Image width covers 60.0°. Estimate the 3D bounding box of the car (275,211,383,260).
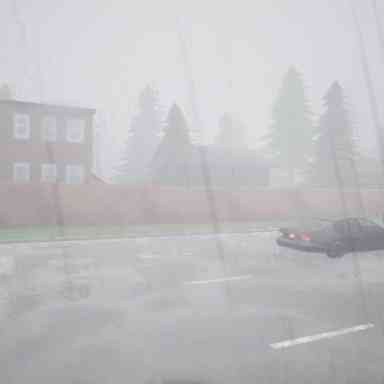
[{"bbox_3d":[5.726,1.584,12.461,5.357,1.411,2.033,1,0,-24],"label":"car"}]
